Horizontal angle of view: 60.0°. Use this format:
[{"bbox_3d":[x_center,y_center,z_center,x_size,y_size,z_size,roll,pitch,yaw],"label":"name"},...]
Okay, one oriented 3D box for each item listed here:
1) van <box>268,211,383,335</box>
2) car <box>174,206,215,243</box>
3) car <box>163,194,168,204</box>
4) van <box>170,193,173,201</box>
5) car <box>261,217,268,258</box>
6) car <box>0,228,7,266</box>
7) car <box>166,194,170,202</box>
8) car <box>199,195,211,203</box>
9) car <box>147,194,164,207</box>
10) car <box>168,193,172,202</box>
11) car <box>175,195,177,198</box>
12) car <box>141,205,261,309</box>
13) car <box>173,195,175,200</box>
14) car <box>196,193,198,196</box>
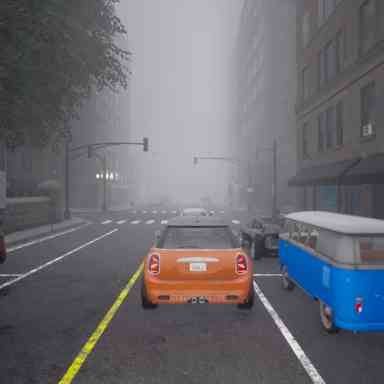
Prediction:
[{"bbox_3d":[2.856,1.340,6.481,1.690,1.788,3.998,0,0,0],"label":"van"},{"bbox_3d":[0.102,1.520,17.036,1.812,1.442,4.674,0,0,0],"label":"car"},{"bbox_3d":[-5.666,1.522,55.580,2.008,1.369,4.403,0,0,0],"label":"car"},{"bbox_3d":[-5.666,1.312,71.933,1.690,1.788,3.998,0,0,0],"label":"van"},{"bbox_3d":[2.857,1.563,12.141,1.947,1.339,4.313,0,0,0],"label":"car"},{"bbox_3d":[-5.668,1.314,6.441,2.192,1.841,5.009,0,0,0],"label":"car"},{"bbox_3d":[-5.666,1.515,61.032,1.887,1.381,4.507,0,0,0],"label":"car"},{"bbox_3d":[2.858,1.410,66.518,1.967,1.590,4.097,0,0,0],"label":"car"},{"bbox_3d":[-5.667,1.498,49.960,1.752,1.417,4.829,0,0,0],"label":"car"},{"bbox_3d":[-5.666,1.514,66.482,1.887,1.381,4.507,0,0,0],"label":"car"},{"bbox_3d":[-5.666,1.289,82.835,2.192,1.841,5.009,0,0,0],"label":"car"},{"bbox_3d":[0.103,1.351,8.035,2.097,1.767,4.553,0,0,0],"label":"car"},{"bbox_3d":[-5.666,1.523,77.384,2.008,1.369,4.403,0,0,0],"label":"car"},{"bbox_3d":[2.860,1.506,93.930,1.752,1.417,4.829,0,0,0],"label":"car"}]
